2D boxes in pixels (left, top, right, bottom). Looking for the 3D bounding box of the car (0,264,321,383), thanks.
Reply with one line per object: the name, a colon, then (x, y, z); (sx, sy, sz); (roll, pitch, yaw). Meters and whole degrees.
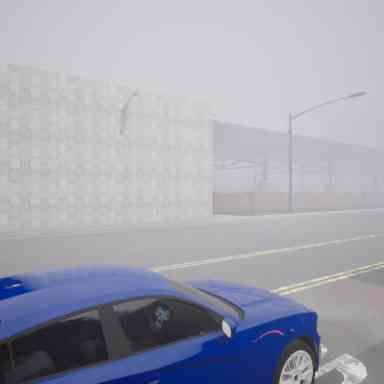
car: (-0.776, 1.478, 3.196); (5.008, 1.535, 1.882); (0, 0, -36)
